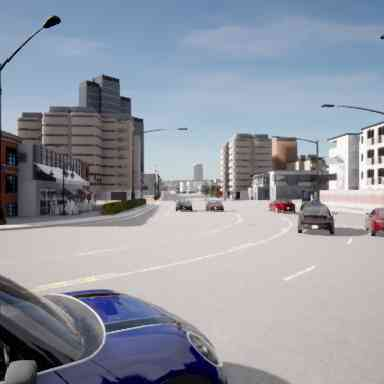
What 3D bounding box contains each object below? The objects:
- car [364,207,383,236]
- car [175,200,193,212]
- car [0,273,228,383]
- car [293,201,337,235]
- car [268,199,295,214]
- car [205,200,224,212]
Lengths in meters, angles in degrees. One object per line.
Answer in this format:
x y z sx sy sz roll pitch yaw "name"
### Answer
10.376 1.533 17.677 1.812 1.442 4.674 0 0 23 "car"
-0.914 1.600 38.839 1.994 1.385 4.181 0 0 -1 "car"
-1.876 1.351 2.403 4.553 1.767 2.097 0 0 -36 "car"
7.153 1.517 19.042 1.837 1.490 4.892 0 0 23 "car"
9.647 1.485 35.904 1.882 1.535 5.008 0 0 -1 "car"
2.585 1.600 38.910 1.994 1.385 4.181 0 0 -1 "car"
